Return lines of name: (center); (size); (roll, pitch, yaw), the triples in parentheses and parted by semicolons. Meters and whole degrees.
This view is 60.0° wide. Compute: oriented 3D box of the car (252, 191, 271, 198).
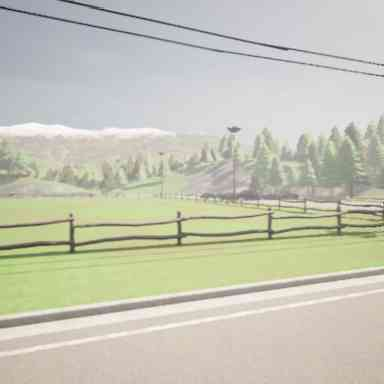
car: (16.543, 0.542, 79.181); (2.097, 1.767, 4.553); (0, 1, -22)

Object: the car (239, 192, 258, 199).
car: (13.288, 0.731, 77.896); (2.128, 1.511, 4.902); (0, 1, -22)

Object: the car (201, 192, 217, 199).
car: (3.556, 0.771, 73.955); (1.837, 1.490, 4.892); (0, 1, -22)

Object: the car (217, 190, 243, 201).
car: (7.368, 0.750, 64.543); (2.097, 1.767, 4.553); (0, 1, -22)

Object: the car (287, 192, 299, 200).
car: (20.388, 0.820, 69.691); (1.837, 1.490, 4.892); (0, 1, -22)

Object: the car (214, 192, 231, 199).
car: (6.800, 0.776, 75.269); (1.812, 1.442, 4.674); (0, 1, -22)

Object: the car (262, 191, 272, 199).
car: (13.736, 0.920, 67.470); (1.994, 1.385, 4.181); (0, 1, -22)

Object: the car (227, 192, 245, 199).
car: (10.044, 0.707, 76.582); (1.882, 1.535, 5.008); (0, 1, -22)

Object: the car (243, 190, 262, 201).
car: (10.828, 0.604, 65.322); (2.150, 2.045, 5.566); (0, 1, -22)

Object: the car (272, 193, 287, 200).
car: (16.991, 0.889, 68.756); (1.994, 1.385, 4.181); (0, 1, -22)
